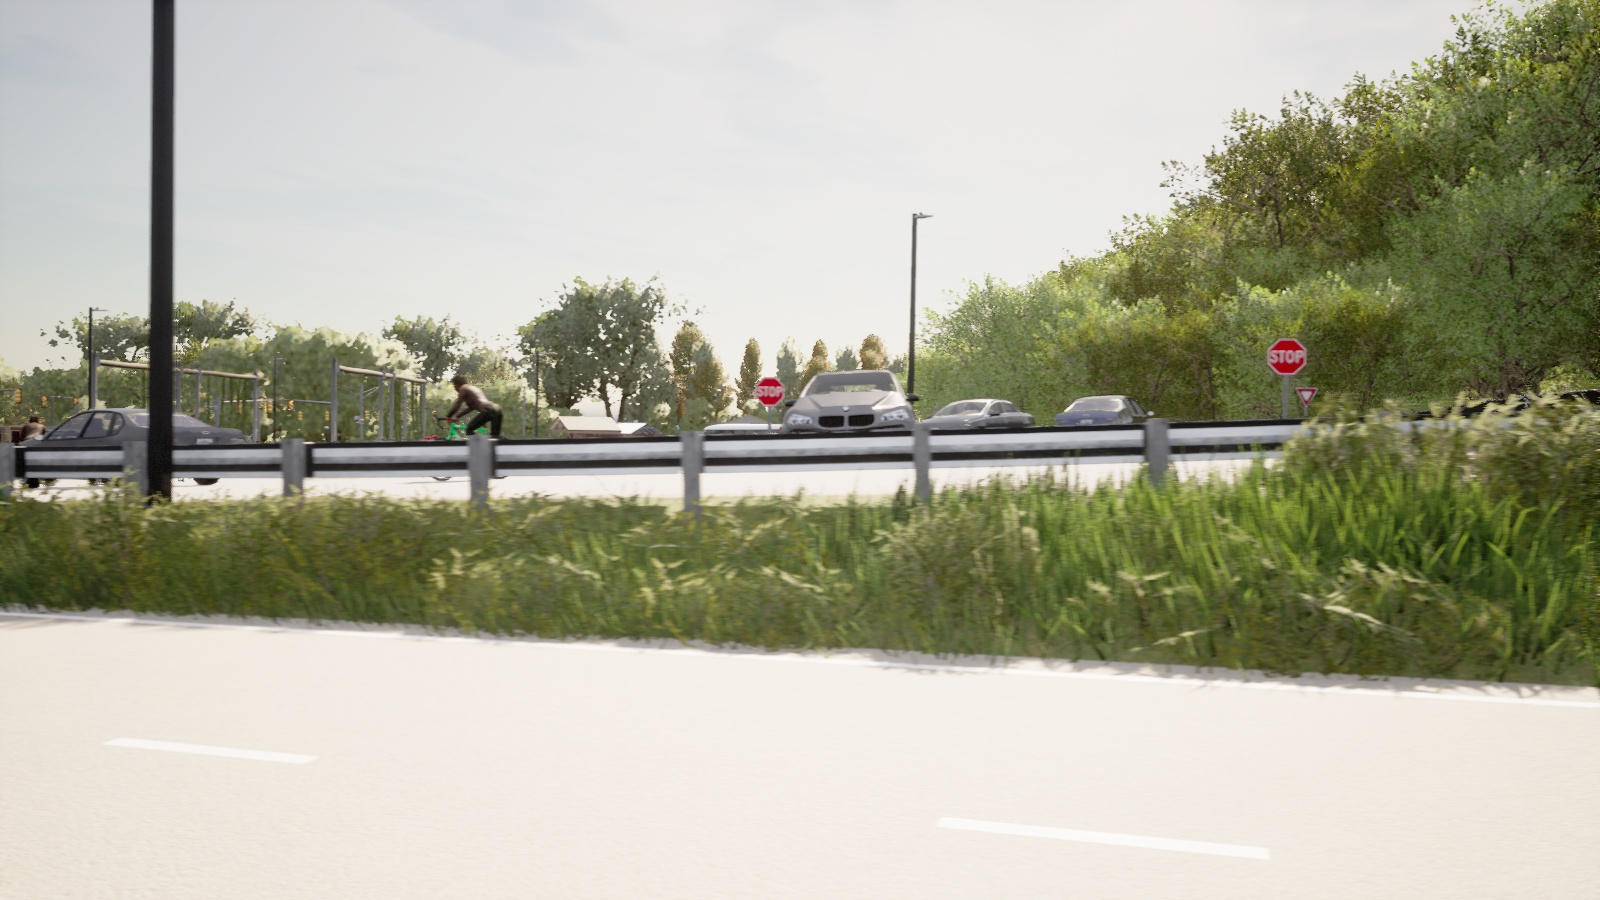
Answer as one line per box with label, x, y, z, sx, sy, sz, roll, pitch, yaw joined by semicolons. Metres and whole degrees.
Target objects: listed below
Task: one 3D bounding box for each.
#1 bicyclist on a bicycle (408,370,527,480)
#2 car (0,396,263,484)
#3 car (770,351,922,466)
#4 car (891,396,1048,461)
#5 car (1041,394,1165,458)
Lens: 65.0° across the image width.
bicyclist on a bicycle;-5.082;-0.367;19.210;1.656;1.620;0.582;-1;0;17
car;-12.232;-0.120;22.586;5.357;1.411;2.033;-1;-1;32
car;0.914;-0.619;21.386;2.242;1.667;4.611;-2;0;6
car;4.529;-0.577;32.917;2.128;1.511;4.902;-2;0;33
car;7.778;-0.605;31.868;2.033;1.411;5.357;-2;0;24
